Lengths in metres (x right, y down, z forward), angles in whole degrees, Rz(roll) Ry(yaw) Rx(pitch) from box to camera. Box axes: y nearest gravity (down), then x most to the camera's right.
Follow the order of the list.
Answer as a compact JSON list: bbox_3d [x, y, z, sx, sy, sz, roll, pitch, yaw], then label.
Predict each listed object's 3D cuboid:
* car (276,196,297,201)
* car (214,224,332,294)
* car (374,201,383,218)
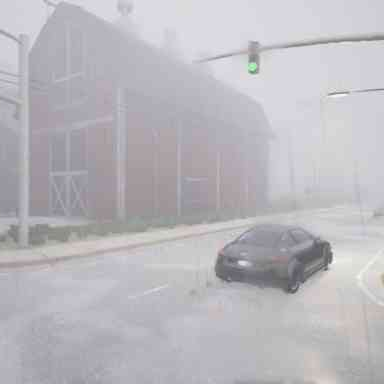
[{"bbox_3d":[17.513,1.454,59.815,4.892,1.490,1.837,0,0,35],"label":"car"},{"bbox_3d":[2.369,1.579,9.044,1.994,1.385,4.181,0,0,36],"label":"car"},{"bbox_3d":[17.424,1.548,29.552,1.812,1.442,4.674,0,0,36],"label":"car"}]
